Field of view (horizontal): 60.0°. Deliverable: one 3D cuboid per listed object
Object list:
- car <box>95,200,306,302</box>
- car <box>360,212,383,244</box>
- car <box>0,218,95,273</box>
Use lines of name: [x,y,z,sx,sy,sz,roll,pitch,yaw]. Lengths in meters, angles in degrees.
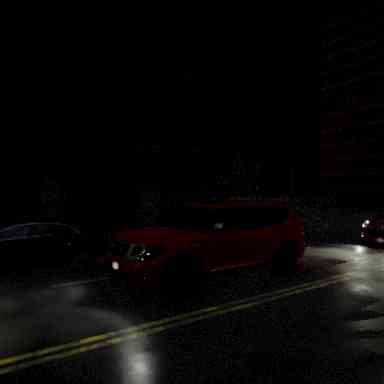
car: [0.624,1.246,8.713,5.566,2.045,2.150,1,0,-35]
car: [9.579,1.420,14.998,4.553,1.767,2.097,0,0,-35]
car: [-4.766,1.497,9.177,4.902,1.511,2.128,0,0,-35]
